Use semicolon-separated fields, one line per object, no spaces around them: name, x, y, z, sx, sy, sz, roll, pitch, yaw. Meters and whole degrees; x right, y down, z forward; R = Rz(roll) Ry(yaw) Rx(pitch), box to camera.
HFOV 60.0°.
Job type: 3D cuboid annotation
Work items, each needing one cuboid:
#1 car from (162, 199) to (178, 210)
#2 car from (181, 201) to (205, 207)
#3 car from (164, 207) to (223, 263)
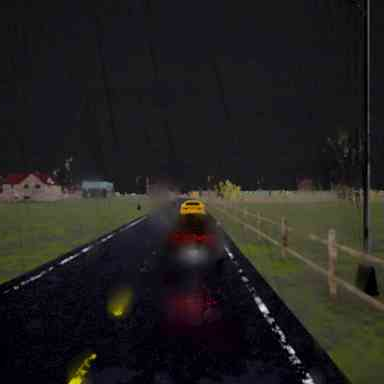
car;-2.822;1.613;43.680;1.895;1.301;4.718;0;0;0
car;0.071;1.482;28.285;1.882;1.535;5.008;0;0;0
car;0.068;1.506;11.971;1.837;1.490;4.892;0;0;0
